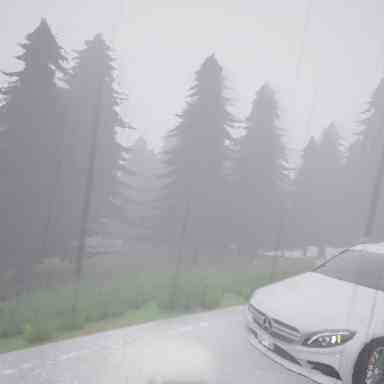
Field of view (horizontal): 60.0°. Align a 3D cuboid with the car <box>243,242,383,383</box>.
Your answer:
[{"bbox_3d":[2.997,1.531,4.950,4.674,1.442,1.812,1,0,-25],"label":"car"}]
